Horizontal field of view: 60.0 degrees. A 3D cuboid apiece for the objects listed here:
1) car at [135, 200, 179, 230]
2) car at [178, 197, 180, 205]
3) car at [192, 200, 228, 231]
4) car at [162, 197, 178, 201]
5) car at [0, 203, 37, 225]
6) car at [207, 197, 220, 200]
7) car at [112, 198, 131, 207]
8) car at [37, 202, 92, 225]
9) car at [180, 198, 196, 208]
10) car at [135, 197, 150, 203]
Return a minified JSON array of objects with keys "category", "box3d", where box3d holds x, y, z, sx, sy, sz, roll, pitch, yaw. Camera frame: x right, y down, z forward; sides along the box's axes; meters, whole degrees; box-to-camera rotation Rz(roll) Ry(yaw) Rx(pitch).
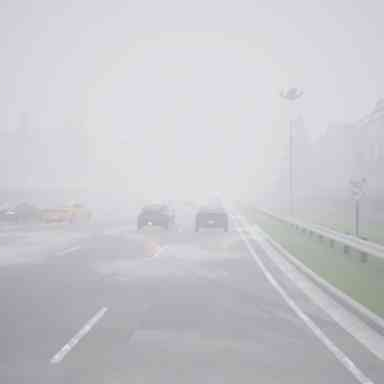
[{"category":"car","box3d":[-2.213,1.522,21.474,1.837,1.490,4.892,0,0,4]},{"category":"car","box3d":[-2.977,1.595,59.862,2.033,1.411,5.357,0,0,4]},{"category":"car","box3d":[1.254,1.498,20.883,1.882,1.535,5.008,0,0,4]},{"category":"car","box3d":[-3.717,1.601,49.886,1.994,1.385,4.181,0,0,4]},{"category":"car","box3d":[-12.539,1.525,24.220,1.812,1.442,4.674,0,0,4]},{"category":"car","box3d":[2.986,1.396,44.261,2.097,1.767,4.553,0,0,4]},{"category":"car","box3d":[-10.674,1.590,50.678,1.994,1.385,4.181,0,0,4]},{"category":"car","box3d":[-9.005,1.484,24.526,1.882,1.535,5.008,0,0,4]},{"category":"car","box3d":[-0.225,1.569,49.637,1.812,1.442,4.674,0,0,4]},{"category":"car","box3d":[-7.220,1.538,49.950,1.837,1.490,4.892,0,0,4]}]
